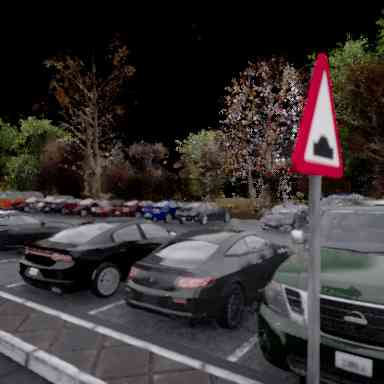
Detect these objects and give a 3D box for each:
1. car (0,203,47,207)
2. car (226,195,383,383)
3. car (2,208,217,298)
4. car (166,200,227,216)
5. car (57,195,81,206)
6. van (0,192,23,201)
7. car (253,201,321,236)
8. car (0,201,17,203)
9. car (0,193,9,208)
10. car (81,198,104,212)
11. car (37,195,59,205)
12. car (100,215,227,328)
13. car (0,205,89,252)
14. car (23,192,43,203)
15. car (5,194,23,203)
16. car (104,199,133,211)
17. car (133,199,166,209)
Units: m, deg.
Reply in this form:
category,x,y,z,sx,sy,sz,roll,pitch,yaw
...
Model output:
category,x,y,z,sx,sy,sz,roll,pitch,yaw
car,-8.586,1.370,13.281,2.002,1.452,4.674,0,0,35
car,2.991,1.153,5.179,2.435,2.045,5.566,0,0,35
car,-1.635,1.377,8.429,2.097,1.535,5.008,0,0,35
car,0.846,1.344,22.020,2.231,1.521,4.892,0,0,35
car,-8.520,1.274,28.553,2.097,1.535,5.008,0,0,35
van,-17.619,0.982,35.026,1.878,1.987,4.442,1,0,35
car,5.488,1.375,18.805,2.231,1.521,4.892,0,0,35
car,-10.923,1.342,14.870,2.163,1.488,4.792,0,0,35
car,-24.757,1.031,39.821,2.185,1.767,4.553,0,0,35
car,-6.087,1.322,26.889,2.163,1.488,4.792,0,0,35
car,-10.842,1.258,30.159,2.097,1.535,5.008,0,0,35
car,0.687,1.431,6.816,2.002,1.452,4.674,0,0,35
car,-6.270,1.386,11.661,2.002,1.452,4.674,0,0,35
car,-13.138,1.115,31.801,2.185,1.767,4.553,0,0,35
car,-15.470,1.224,33.394,2.097,1.535,5.008,0,0,35
car,-3.789,1.309,25.247,2.097,1.535,5.008,0,0,35
car,-1.472,1.326,23.633,2.097,1.535,5.008,0,0,35
